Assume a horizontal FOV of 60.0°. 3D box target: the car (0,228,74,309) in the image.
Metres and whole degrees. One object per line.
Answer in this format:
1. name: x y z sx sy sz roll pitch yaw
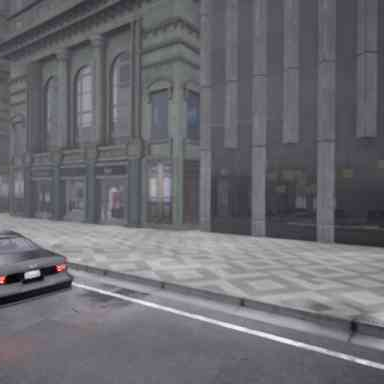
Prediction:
1. car: -4.921 1.528 7.475 5.357 1.411 2.033 0 0 36
